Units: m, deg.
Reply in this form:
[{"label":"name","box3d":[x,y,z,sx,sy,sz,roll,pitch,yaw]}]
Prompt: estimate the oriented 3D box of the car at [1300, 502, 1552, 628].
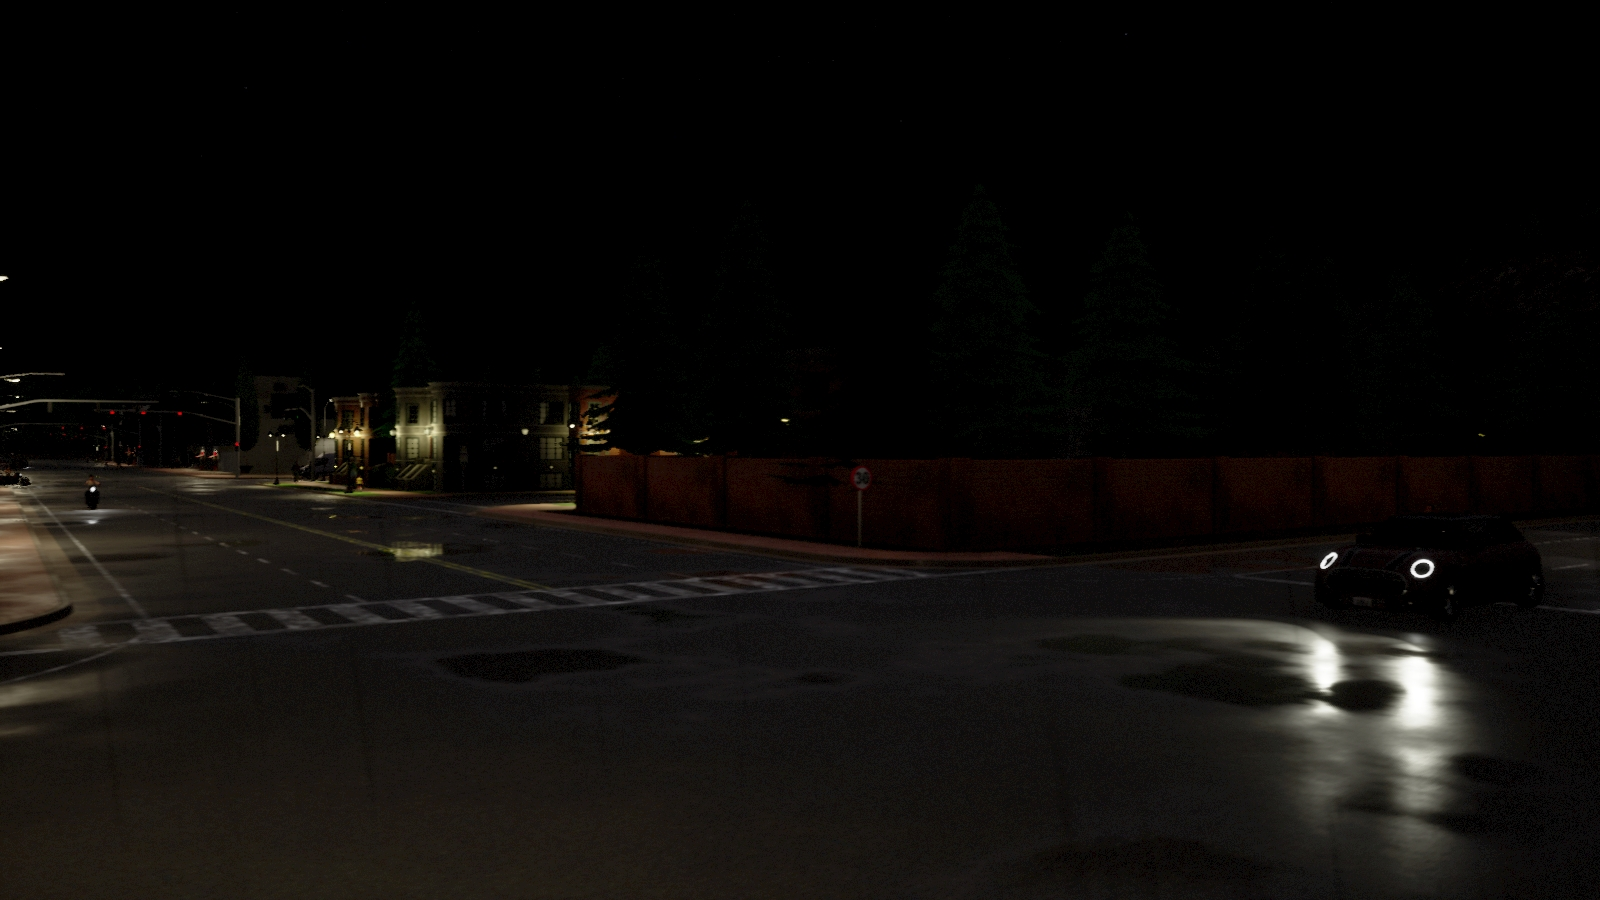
[{"label":"car","box3d":[11.053,1.904,20.093,4.553,1.767,2.097,0,0,-35]}]
